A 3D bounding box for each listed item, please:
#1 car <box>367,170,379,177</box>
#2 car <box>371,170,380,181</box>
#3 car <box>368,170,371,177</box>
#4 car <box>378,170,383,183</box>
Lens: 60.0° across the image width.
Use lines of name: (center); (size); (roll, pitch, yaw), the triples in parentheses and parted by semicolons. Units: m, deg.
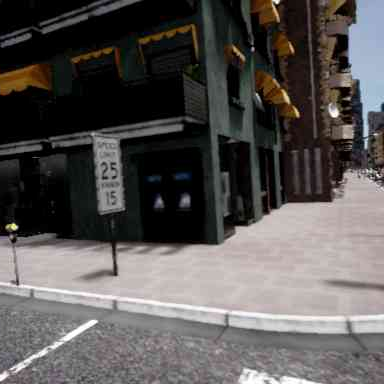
car: (38.257, -3.982, 70.363); (2.008, 1.369, 4.403); (-3, 3, 25)
car: (28.850, -2.619, 50.377); (1.967, 1.590, 4.097); (-3, 3, 25)
car: (35.907, -3.615, 65.367); (2.008, 1.369, 4.403); (-3, 3, 25)
car: (24.161, -1.736, 40.392); (1.802, 1.307, 4.206); (-3, 3, 25)
